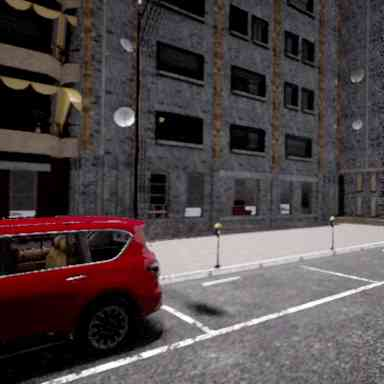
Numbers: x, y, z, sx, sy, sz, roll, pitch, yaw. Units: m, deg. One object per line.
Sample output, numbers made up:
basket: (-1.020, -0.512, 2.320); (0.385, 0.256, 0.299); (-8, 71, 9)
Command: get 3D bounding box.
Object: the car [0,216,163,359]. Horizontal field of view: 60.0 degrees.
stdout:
car: (-2.778, 1.318, 4.568); (5.009, 1.841, 2.192); (1, 0, -35)
